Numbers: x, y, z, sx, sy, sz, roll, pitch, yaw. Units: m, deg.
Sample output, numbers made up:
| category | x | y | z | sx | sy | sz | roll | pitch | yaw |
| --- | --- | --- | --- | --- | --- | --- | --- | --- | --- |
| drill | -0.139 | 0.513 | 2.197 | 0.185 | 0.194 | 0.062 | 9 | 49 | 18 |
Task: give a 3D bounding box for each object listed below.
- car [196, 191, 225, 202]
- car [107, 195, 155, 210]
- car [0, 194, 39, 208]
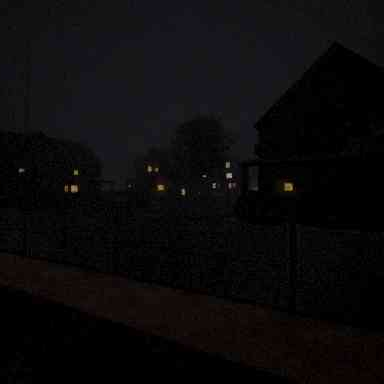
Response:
| category | x | y | z | sx | sy | sz | roll | pitch | yaw |
| --- | --- | --- | --- | --- | --- | --- | --- | --- | --- |
| car | 2.409 | 0.638 | 41.781 | 2.033 | 1.411 | 5.357 | 1 | 2 | 36 |
| car | -5.724 | 0.968 | 30.308 | 2.033 | 1.411 | 5.357 | 1 | 2 | 35 |
| car | -12.153 | 1.036 | 21.140 | 2.097 | 1.767 | 4.553 | 1 | 2 | 34 |
